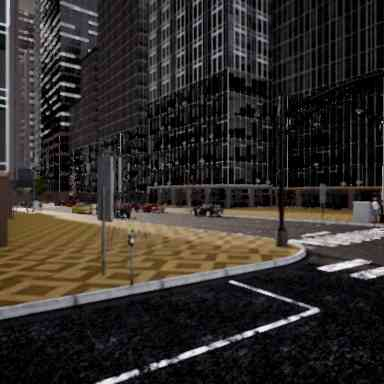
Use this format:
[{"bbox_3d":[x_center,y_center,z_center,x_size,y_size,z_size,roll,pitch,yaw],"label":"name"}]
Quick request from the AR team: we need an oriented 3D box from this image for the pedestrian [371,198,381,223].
[{"bbox_3d":[13.479,1.308,24.353,0.375,1.860,0.375,-1,1,-36],"label":"pedestrian"}]

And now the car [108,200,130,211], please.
[{"bbox_3d":[-11.810,2.129,53.794,1.967,1.590,4.097,-1,0,-36],"label":"car"}]

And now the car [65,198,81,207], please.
[{"bbox_3d":[-25.170,2.318,72.016,2.192,1.841,5.009,-1,0,-36],"label":"car"}]

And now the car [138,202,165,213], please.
[{"bbox_3d":[-5.128,2.116,44.683,1.802,1.307,4.206,-1,0,-36],"label":"car"}]

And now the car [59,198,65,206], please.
[{"bbox_3d":[-28.503,2.665,76.571,1.802,1.307,4.206,-1,0,-36],"label":"car"}]

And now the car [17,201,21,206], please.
[{"bbox_3d":[-38.155,2.717,76.463,2.008,1.369,4.403,-1,0,-36],"label":"car"}]

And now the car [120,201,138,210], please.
[{"bbox_3d":[-8.468,2.156,49.238,1.887,1.381,4.507,-1,0,-36],"label":"car"}]

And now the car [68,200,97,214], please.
[{"bbox_3d":[-14.681,2.138,44.440,1.752,1.417,4.829,-1,0,-36],"label":"car"}]

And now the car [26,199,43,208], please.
[{"bbox_3d":[-31.476,2.557,67.353,2.008,1.369,4.403,-1,0,-36],"label":"car"}]

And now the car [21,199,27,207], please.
[{"bbox_3d":[-34.820,2.401,71.909,2.192,1.841,5.009,-1,0,-36],"label":"car"}]

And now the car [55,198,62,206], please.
[{"bbox_3d":[-31.848,2.478,81.127,2.192,1.841,5.009,-1,0,-36],"label":"car"}]

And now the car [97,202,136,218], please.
[{"bbox_3d":[-8.102,2.027,35.467,1.947,1.339,4.313,-1,0,-36],"label":"car"}]

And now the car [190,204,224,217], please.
[{"bbox_3d":[1.550,1.932,35.572,2.008,1.369,4.403,-1,0,-36],"label":"car"}]
